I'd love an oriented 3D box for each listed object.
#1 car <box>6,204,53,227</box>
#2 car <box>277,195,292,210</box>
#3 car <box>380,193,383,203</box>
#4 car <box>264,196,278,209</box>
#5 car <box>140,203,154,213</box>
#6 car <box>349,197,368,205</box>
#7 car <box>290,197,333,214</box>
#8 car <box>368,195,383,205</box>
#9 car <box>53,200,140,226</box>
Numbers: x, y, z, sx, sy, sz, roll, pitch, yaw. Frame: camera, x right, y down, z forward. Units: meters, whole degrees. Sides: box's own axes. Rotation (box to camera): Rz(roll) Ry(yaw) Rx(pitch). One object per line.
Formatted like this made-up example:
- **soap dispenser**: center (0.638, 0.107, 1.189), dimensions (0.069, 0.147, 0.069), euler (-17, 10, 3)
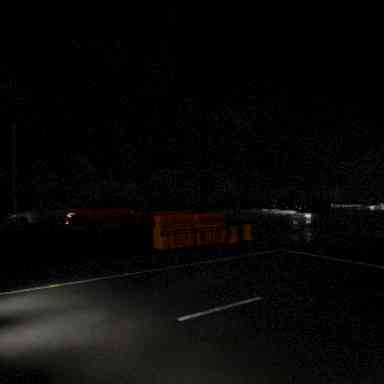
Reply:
- **car**: center (-10.015, 1.524, 22.646), dimensions (4.674, 1.442, 1.812), euler (0, 0, -36)
- **car**: center (12.893, 1.427, 39.006), dimensions (5.357, 1.411, 2.033), euler (0, 0, -36)
- **car**: center (35.875, 1.095, 59.599), dimensions (4.553, 1.767, 2.097), euler (0, 0, -36)
- **car**: center (11.196, 1.229, 42.095), dimensions (4.553, 1.767, 2.097), euler (0, 0, -35)
- **car**: center (-6.075, 1.517, 29.760), dimensions (5.357, 1.411, 2.033), euler (0, 0, -36)
- **car**: center (27.199, 1.391, 53.500), dimensions (4.718, 1.301, 1.895), euler (0, 0, -35)
- **car**: center (12.748, 1.397, 34.603), dimensions (4.892, 1.490, 1.837), euler (0, 0, -36)
- **car**: center (29.417, 1.266, 50.788), dimensions (5.008, 1.535, 1.882), euler (0, 0, -35)
- **car**: center (-6.043, 1.342, 21.181), dimensions (4.553, 1.767, 2.097), euler (0, 0, -36)
